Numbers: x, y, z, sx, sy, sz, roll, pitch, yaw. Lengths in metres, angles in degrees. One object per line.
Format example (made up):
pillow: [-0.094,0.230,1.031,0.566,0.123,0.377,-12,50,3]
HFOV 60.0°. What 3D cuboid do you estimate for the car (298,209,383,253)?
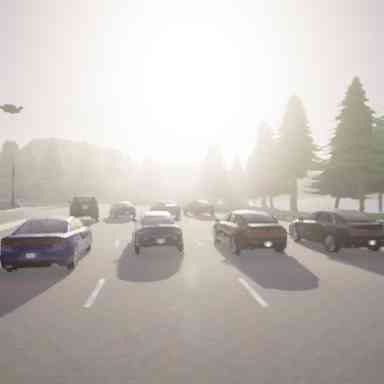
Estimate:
car: [5.661,1.450,13.498,1.837,1.490,4.892,0,0,-9]

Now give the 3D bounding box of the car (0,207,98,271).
car: [-4.592,1.515,11.199,1.882,1.535,5.008,0,0,-8]

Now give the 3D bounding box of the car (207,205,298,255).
car: [2.140,1.481,13.366,1.837,1.490,4.892,0,0,-9]

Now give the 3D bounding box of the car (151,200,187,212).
car: [-2.453,1.504,29.912,2.128,1.511,4.902,0,0,-20]

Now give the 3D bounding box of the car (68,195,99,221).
car: [-8.940,1.291,27.466,2.150,2.045,5.566,0,0,-21]

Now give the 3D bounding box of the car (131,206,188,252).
car: [-1.508,1.535,13.882,1.812,1.442,4.674,0,0,-11]

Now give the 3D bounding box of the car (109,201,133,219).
car: [-6.264,1.571,30.034,1.812,1.442,4.674,0,0,-22]

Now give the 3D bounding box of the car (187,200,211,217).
car: [0.634,1.510,31.647,1.812,1.442,4.674,0,0,-21]
